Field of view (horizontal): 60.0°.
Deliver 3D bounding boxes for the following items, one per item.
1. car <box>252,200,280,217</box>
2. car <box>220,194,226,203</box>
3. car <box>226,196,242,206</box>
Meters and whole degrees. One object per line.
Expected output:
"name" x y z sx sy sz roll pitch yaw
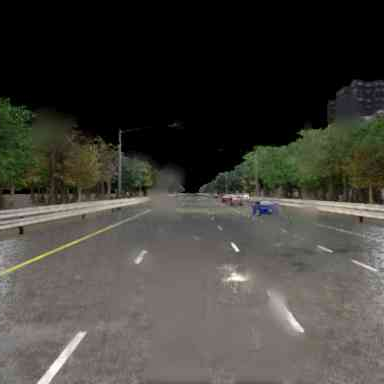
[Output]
"car" 7.027 1.513 32.098 1.882 1.535 5.008 0 0 0
"car" 7.183 1.537 70.929 1.882 1.535 5.008 0 0 0
"car" 7.104 1.569 54.918 1.812 1.442 4.674 0 0 0
